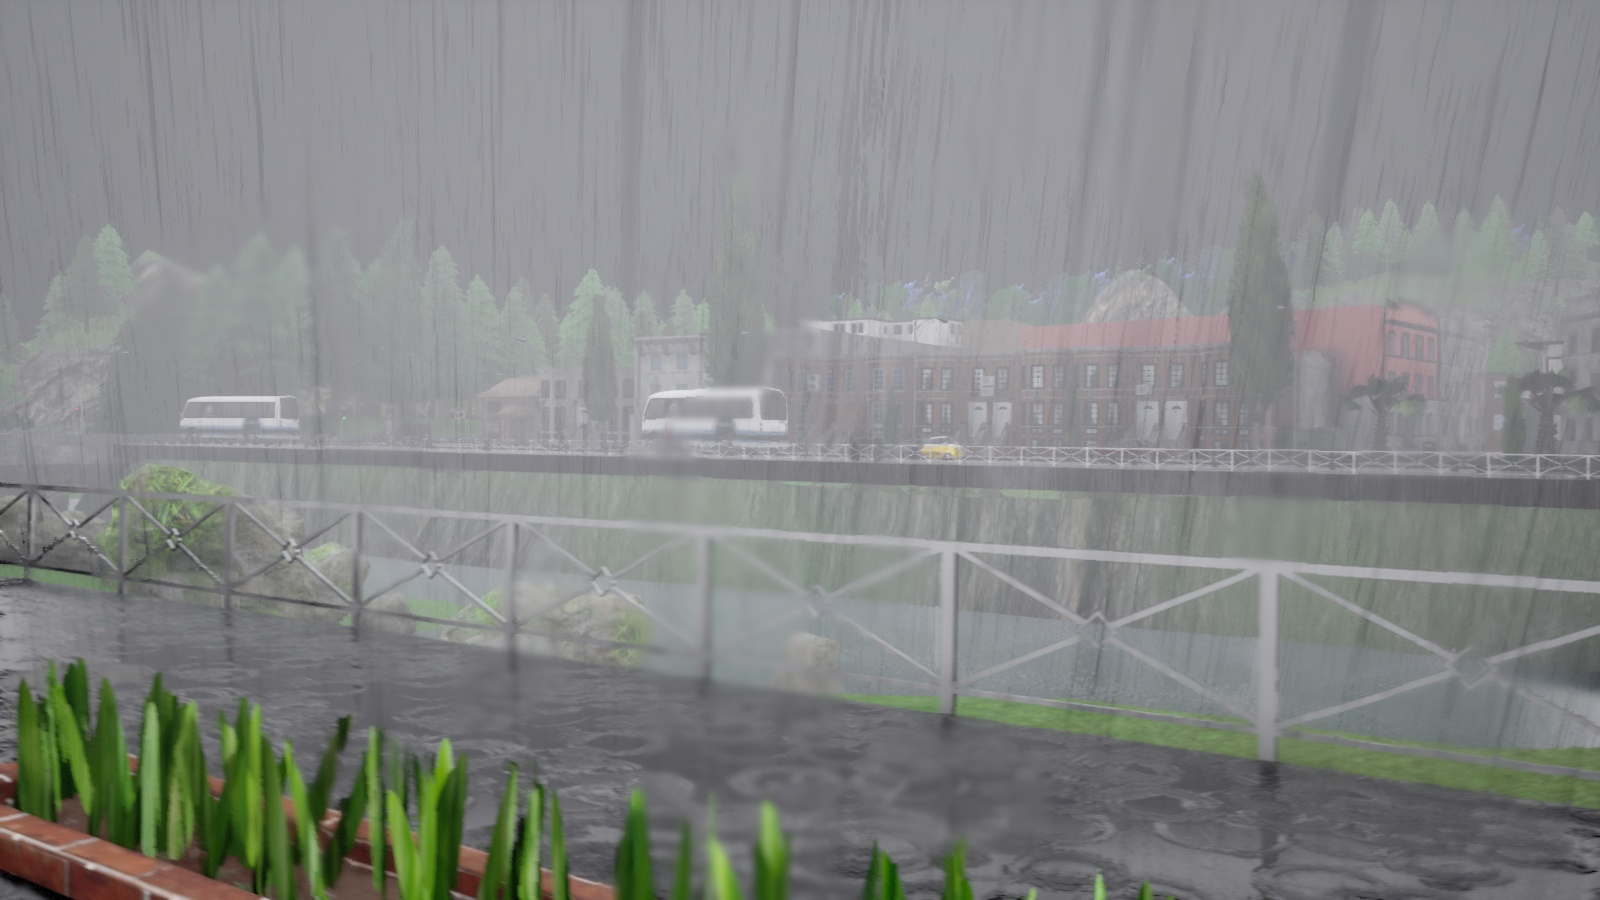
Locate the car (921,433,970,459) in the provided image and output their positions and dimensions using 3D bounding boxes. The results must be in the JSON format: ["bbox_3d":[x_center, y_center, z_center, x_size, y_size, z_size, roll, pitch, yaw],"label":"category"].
[{"bbox_3d":[7.902,-0.216,68.203,2.207,1.376,1.481,0,1,34],"label":"car"}]

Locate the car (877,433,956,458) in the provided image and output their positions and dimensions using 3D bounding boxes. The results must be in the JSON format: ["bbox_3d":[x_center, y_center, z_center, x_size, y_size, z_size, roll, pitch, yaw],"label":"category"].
[{"bbox_3d":[6.812,-0.272,73.726,4.181,1.385,1.994,0,1,34],"label":"car"}]

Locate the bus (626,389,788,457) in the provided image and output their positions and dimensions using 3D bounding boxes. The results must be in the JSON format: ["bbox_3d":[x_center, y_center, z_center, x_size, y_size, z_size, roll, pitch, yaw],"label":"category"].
[{"bbox_3d":[-6.150,-1.713,82.304,10.273,4.253,3.944,0,1,34],"label":"bus"}]

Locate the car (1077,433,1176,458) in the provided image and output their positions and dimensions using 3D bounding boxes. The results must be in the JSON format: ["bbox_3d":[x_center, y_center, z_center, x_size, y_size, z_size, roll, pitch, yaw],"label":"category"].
[{"bbox_3d":[17.325,-0.236,66.747,4.718,1.301,1.895,0,1,34],"label":"car"}]

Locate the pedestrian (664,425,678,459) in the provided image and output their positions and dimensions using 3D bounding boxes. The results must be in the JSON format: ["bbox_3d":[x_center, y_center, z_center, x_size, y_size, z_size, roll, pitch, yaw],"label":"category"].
[{"bbox_3d":[-7.025,-0.428,68.364,0.636,1.846,0.331,0,1,34],"label":"pedestrian"}]
